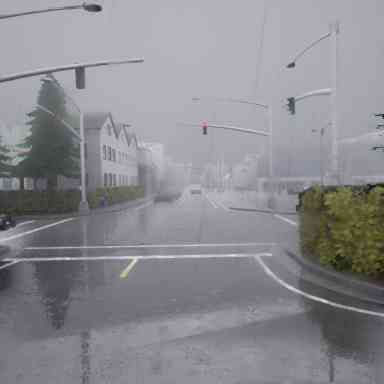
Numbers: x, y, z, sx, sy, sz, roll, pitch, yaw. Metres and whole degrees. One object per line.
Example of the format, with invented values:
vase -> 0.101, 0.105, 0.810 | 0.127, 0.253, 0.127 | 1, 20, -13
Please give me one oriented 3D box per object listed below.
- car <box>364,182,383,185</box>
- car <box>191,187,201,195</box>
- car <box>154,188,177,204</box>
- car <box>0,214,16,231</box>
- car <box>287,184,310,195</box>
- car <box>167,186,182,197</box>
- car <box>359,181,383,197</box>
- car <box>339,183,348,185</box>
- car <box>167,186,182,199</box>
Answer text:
car -> 19.542, -0.105, 33.517 | 1.905, 1.878, 3.866 | -1, 2, 0
car -> 0.783, -0.179, 60.713 | 1.812, 1.442, 4.674 | -1, 2, 1
car -> -3.110, 0.609, 37.080 | 1.895, 1.301, 4.718 | -1, 2, 1
car -> -11.468, 1.471, 17.182 | 4.181, 1.385, 1.994 | -1, 2, 1
car -> 16.080, -0.290, 51.435 | 2.007, 1.523, 4.514 | -1, 2, 0
car -> -2.851, -0.145, 55.777 | 2.097, 1.767, 4.553 | -1, 2, 1
car -> 22.910, -0.365, 41.346 | 1.932, 1.855, 4.605 | -1, 2, 0
car -> 26.232, -0.841, 58.689 | 2.152, 1.636, 5.027 | -1, 2, 0
car -> -2.967, 0.117, 46.047 | 2.097, 1.767, 4.553 | -1, 2, 1
